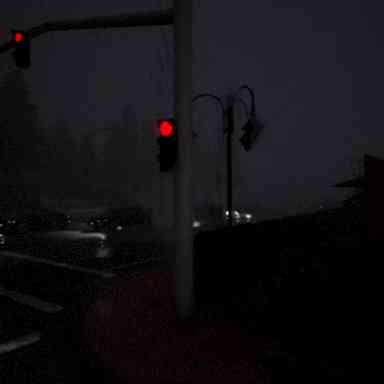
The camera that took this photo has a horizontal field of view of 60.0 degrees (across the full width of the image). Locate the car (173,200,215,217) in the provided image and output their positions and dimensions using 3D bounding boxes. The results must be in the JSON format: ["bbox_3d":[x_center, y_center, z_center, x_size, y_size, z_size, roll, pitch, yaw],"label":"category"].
[{"bbox_3d":[0.300,1.666,35.114,1.882,1.535,5.008,0,0,36],"label":"car"}]

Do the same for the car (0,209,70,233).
[{"bbox_3d":[-9.916,1.753,21.031,1.994,1.385,4.181,0,0,36],"label":"car"}]

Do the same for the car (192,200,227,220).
[{"bbox_3d":[0.883,1.643,29.956,1.882,1.535,5.008,0,0,36],"label":"car"}]

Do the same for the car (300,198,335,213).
[{"bbox_3d":[13.134,1.643,34.599,1.812,1.442,4.674,0,0,36],"label":"car"}]

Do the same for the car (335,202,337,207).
[{"bbox_3d":[20.721,1.689,51.213,2.033,1.411,5.357,0,0,36],"label":"car"}]

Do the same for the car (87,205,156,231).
[{"bbox_3d":[-4.688,1.671,22.265,1.837,1.490,4.892,0,0,36],"label":"car"}]

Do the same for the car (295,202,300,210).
[{"bbox_3d":[15.143,1.742,43.424,1.895,1.301,4.718,0,0,36],"label":"car"}]

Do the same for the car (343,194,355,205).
[{"bbox_3d":[24.376,1.334,50.160,2.150,2.045,5.566,0,-1,37],"label":"car"}]

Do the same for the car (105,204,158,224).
[{"bbox_3d":[-4.974,1.753,27.832,1.994,1.385,4.181,0,0,36],"label":"car"}]

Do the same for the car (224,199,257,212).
[{"bbox_3d":[6.491,1.736,43.638,2.033,1.411,5.357,0,0,36],"label":"car"}]

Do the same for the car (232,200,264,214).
[{"bbox_3d":[6.670,1.729,37.945,1.994,1.385,4.181,0,0,35],"label":"car"}]
